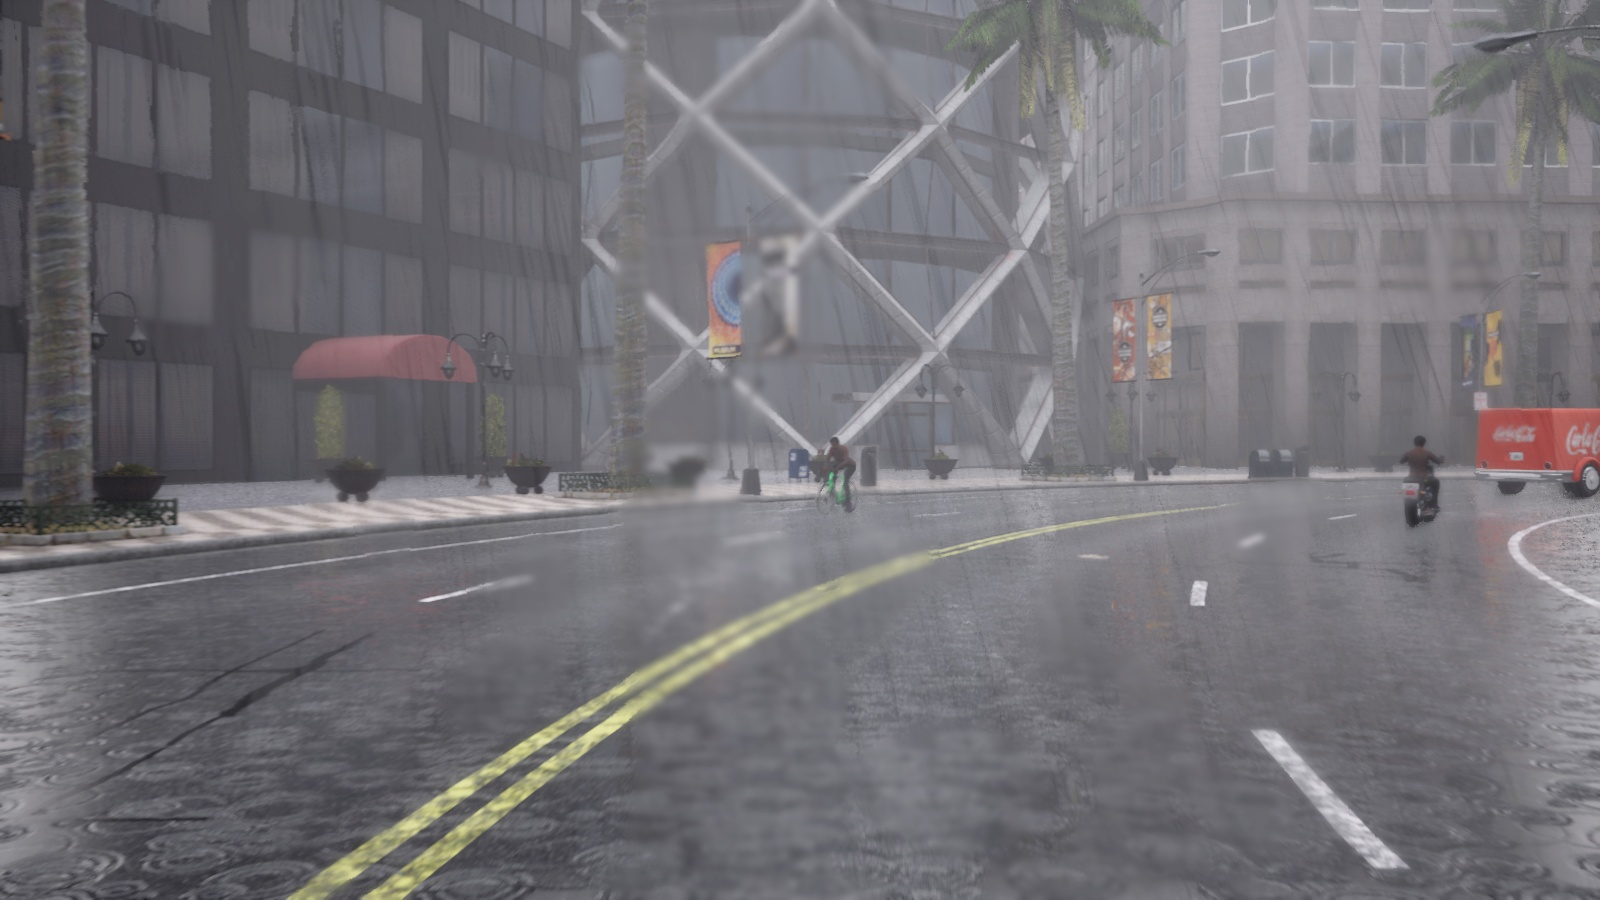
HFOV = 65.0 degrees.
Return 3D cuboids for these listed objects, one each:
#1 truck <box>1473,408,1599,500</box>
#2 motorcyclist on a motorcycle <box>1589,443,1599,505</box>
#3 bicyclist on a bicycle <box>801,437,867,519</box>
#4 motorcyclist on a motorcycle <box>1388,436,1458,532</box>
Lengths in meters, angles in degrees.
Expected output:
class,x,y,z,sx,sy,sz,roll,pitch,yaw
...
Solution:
class,x,y,z,sx,sy,sz,roll,pitch,yaw
truck,22.158,0.091,35.840,5.204,2.467,2.627,0,0,-25
motorcyclist on a motorcycle,20.532,0.583,31.122,2.044,1.523,0.797,0,1,-31
bicyclist on a bicycle,0.719,0.555,25.753,0.582,1.620,1.656,1,1,32
motorcyclist on a motorcycle,11.298,0.585,22.727,0.766,1.649,2.350,1,0,35
